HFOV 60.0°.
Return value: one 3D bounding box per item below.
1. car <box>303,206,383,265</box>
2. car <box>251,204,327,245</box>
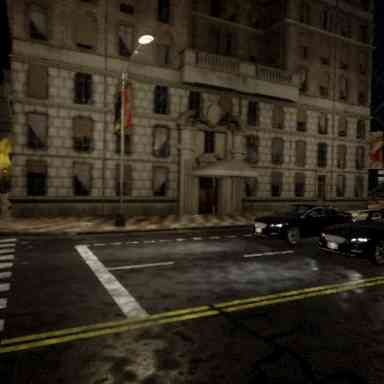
[{"bbox_3d":[6.428,1.375,11.124,4.902,1.511,2.128,1,1,-27],"label":"car"},{"bbox_3d":[4.827,1.269,14.234,4.902,1.511,2.128,1,1,-27],"label":"car"}]
